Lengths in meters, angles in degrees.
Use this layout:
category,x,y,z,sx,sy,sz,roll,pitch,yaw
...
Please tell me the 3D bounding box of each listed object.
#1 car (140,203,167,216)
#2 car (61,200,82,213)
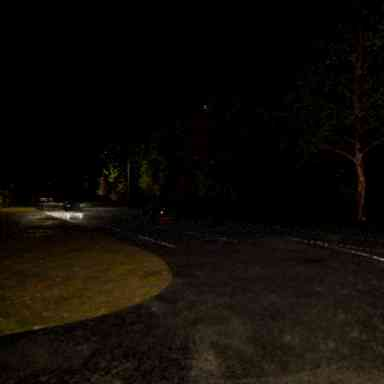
category,x,y,z,sx,sy,sz,roll,pitch,yaw
car,-4.523,2.027,38.937,1.837,1.490,4.892,1,-1,-30
car,-16.462,1.885,45.547,2.097,1.767,4.553,1,-1,-30
